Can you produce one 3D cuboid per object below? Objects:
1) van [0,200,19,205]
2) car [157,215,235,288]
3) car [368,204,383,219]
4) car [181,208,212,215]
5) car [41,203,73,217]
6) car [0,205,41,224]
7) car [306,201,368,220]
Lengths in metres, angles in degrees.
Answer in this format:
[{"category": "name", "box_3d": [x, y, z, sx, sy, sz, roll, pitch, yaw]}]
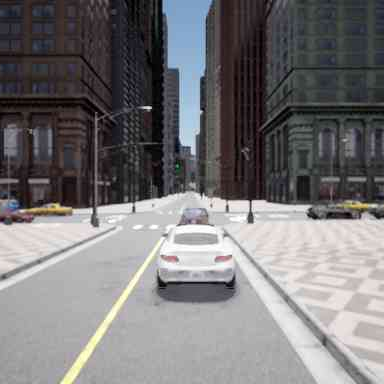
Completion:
[{"category": "van", "box_3d": [-20.961, 1.777, 36.098, 3.998, 1.788, 1.690, -1, 1, 0]}, {"category": "car", "box_3d": [0.102, 1.602, 9.322, 1.812, 1.442, 4.674, 0, 0, 0]}, {"category": "car", "box_3d": [17.061, 1.586, 27.505, 4.403, 1.369, 2.008, -1, 1, 0]}, {"category": "car", "box_3d": [0.235, 1.712, 21.014, 2.033, 1.411, 5.357, 0, 0, 2]}, {"category": "car", "box_3d": [-15.450, 1.906, 36.090, 4.829, 1.417, 1.752, -1, 1, 0]}, {"category": "car", "box_3d": [-15.286, 1.973, 27.565, 4.206, 1.307, 1.802, -1, 1, 0]}, {"category": "car", "box_3d": [11.682, 1.663, 27.515, 4.313, 1.339, 1.947, -1, 1, 0]}]
